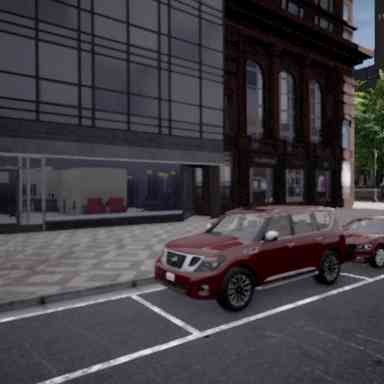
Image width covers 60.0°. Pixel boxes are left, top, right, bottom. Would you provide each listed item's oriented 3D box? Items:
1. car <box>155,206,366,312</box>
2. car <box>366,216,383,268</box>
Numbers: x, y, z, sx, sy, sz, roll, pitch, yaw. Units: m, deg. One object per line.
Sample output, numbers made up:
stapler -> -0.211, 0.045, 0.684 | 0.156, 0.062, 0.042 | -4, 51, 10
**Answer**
car -> 1.635, 1.282, 7.823 | 5.009, 1.841, 2.192 | 0, 0, -36
car -> 6.053, 1.481, 10.975 | 4.507, 1.381, 1.887 | 0, 0, -36
